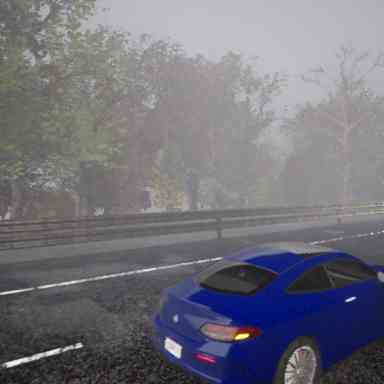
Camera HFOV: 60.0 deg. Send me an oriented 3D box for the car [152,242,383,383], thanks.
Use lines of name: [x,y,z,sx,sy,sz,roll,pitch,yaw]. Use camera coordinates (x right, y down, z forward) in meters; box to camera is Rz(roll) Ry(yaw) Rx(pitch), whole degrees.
car: [1.660,1.495,4.949,4.674,1.442,1.812,-1,0,-36]
